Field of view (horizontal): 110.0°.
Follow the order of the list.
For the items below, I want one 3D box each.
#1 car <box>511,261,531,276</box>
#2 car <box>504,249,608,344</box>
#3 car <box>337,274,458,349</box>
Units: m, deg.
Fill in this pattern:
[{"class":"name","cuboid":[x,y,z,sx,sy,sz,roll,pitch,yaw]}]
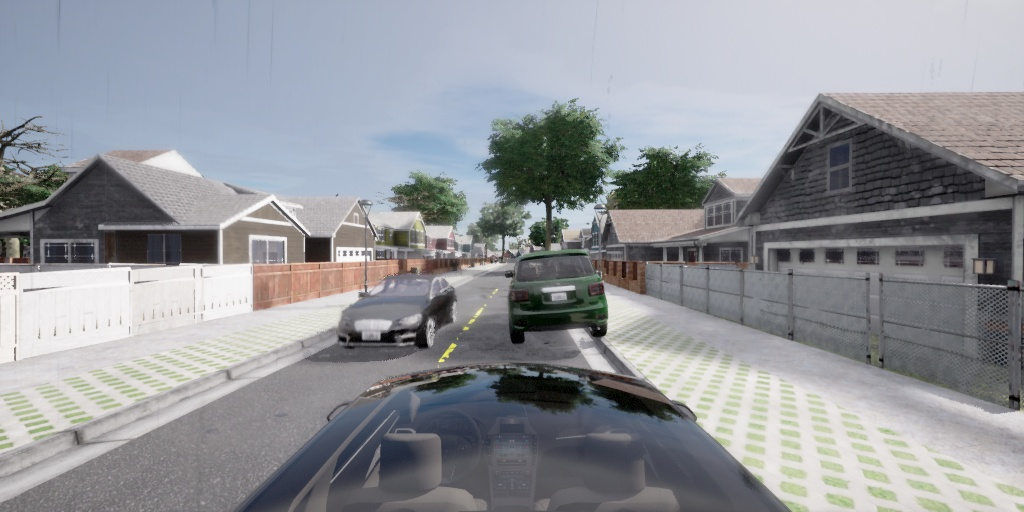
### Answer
[{"class":"car","cuboid":[1.102,1.322,39.611,2.033,1.411,5.357,0,0,3]},{"class":"car","cuboid":[1.012,0.897,9.750,2.150,2.045,5.566,-5,0,2]},{"class":"car","cuboid":[-2.610,1.239,9.231,2.128,1.511,4.902,0,0,1]}]
